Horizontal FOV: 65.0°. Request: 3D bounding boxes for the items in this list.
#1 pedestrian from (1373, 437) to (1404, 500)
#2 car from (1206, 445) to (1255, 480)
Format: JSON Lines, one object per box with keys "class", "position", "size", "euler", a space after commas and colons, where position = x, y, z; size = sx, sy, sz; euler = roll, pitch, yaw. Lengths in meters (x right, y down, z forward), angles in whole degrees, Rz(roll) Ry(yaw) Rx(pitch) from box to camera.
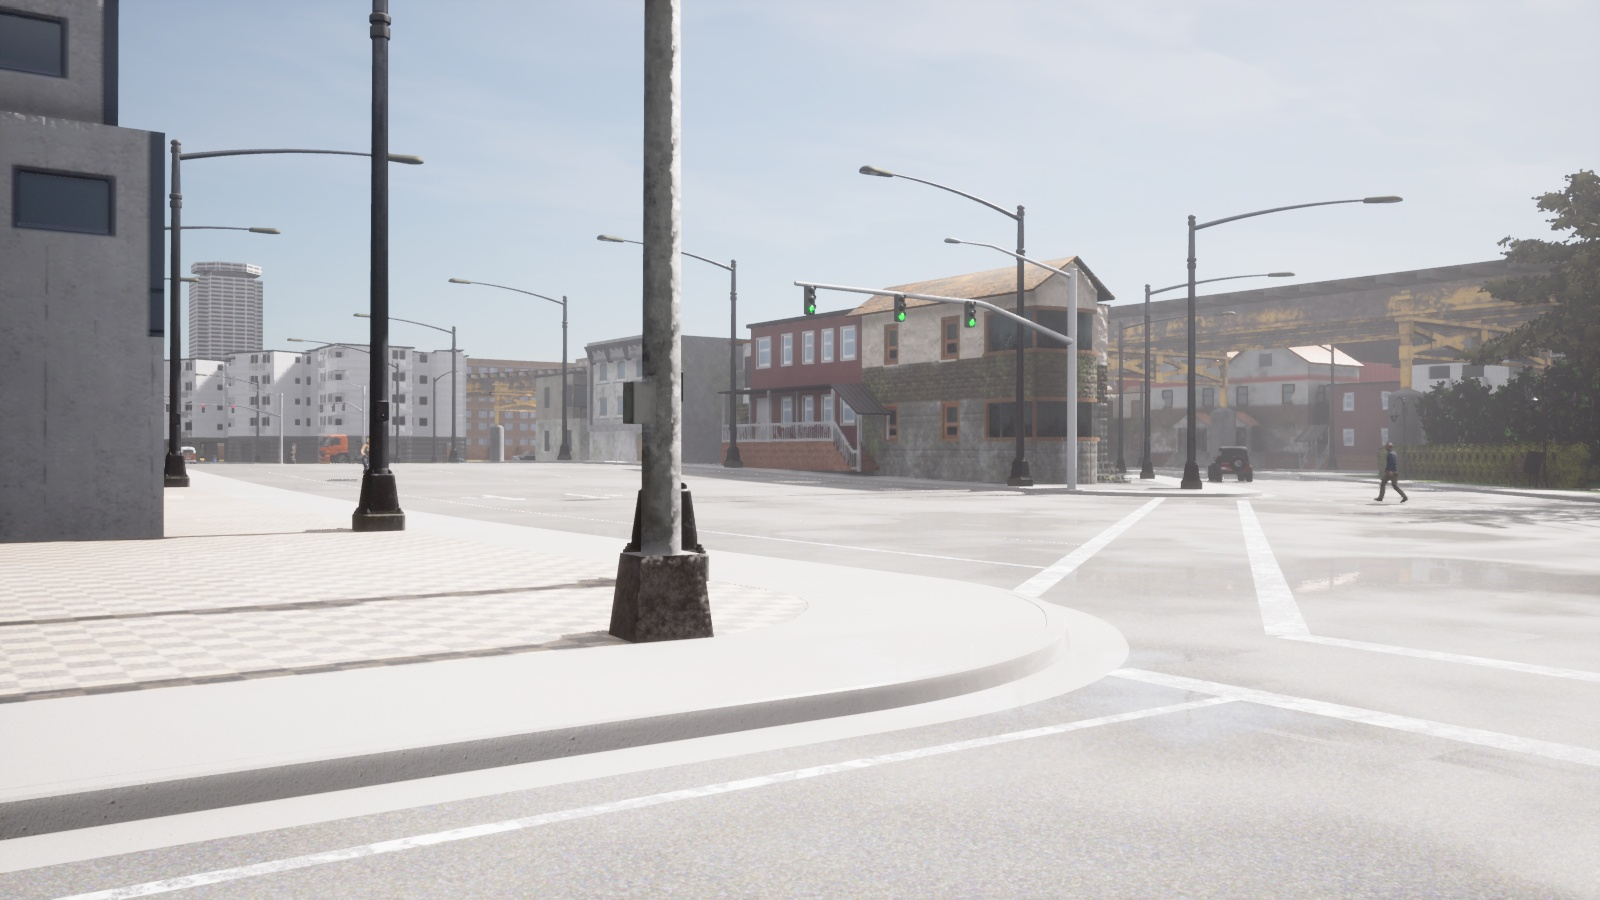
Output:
{"class": "pedestrian", "position": [17.327, 0.547, 36.955], "size": [0.726, 1.842, 0.402], "euler": [0, 0, 44]}
{"class": "car", "position": [23.282, 0.658, 68.008], "size": [1.905, 1.878, 3.866], "euler": [0, 0, 10]}
